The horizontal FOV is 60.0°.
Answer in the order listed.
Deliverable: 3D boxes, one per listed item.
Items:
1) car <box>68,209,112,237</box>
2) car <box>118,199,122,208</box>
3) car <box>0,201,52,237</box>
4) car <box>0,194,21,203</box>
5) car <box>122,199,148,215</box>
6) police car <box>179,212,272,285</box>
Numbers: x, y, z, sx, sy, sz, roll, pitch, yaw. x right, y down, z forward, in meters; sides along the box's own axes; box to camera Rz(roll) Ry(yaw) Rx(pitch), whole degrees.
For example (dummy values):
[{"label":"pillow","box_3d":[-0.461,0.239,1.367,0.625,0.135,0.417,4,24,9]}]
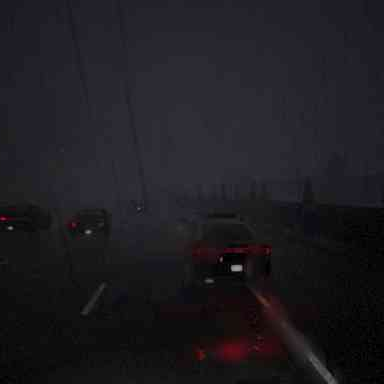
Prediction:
[{"label":"car","box_3d":[-5.345,1.585,17.983,1.895,1.301,4.718,0,0,-11]},{"label":"car","box_3d":[-9.280,1.568,46.180,1.895,1.301,4.718,0,0,-16]},{"label":"car","box_3d":[-8.946,1.482,17.983,2.128,1.511,4.902,0,0,-11]},{"label":"car","box_3d":[-22.473,1.234,40.687,2.150,2.045,5.566,0,0,-16]},{"label":"car","box_3d":[-5.630,1.531,33.623,1.994,1.385,4.181,0,0,-16]},{"label":"police car","box_3d":[0.695,1.412,9.644,1.930,1.638,5.238,0,0,-6]}]
